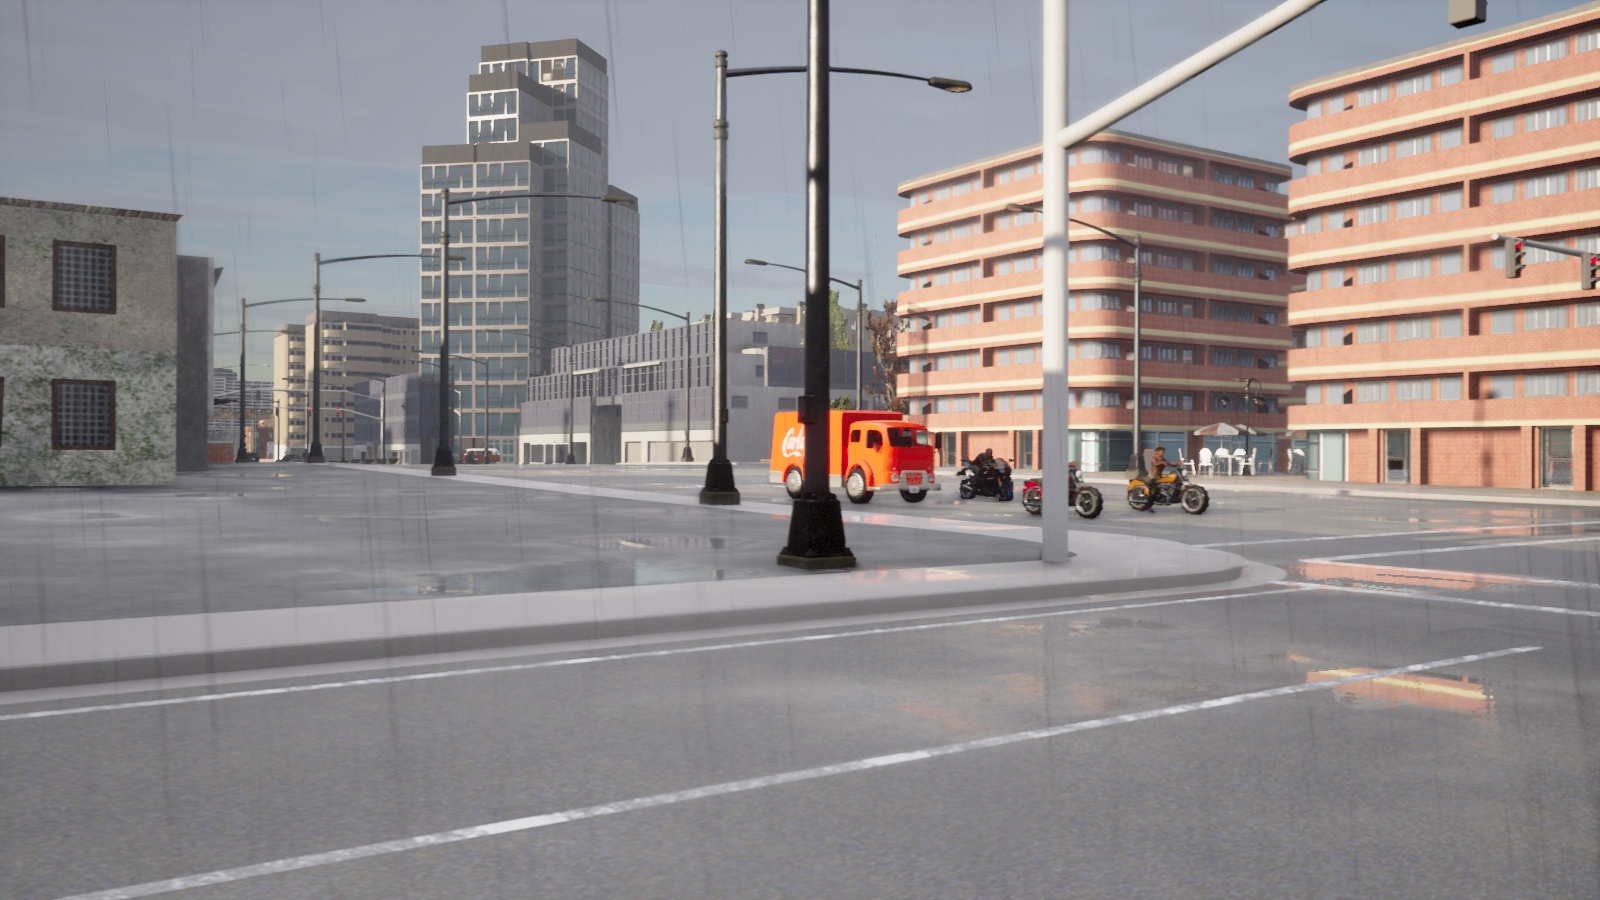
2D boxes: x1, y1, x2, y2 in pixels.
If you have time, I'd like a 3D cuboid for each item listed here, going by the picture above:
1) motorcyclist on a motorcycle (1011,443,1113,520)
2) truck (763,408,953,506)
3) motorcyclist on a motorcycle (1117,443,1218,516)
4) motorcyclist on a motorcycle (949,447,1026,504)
[{"bbox_3d":[5.832,0.669,28.095,0.766,1.649,2.350,0,1,-34],"label":"motorcyclist on a motorcycle"},{"bbox_3d":[1.485,0.148,34.615,2.627,2.467,5.204,0,1,-34],"label":"truck"},{"bbox_3d":[8.755,0.670,30.020,0.766,1.649,2.350,0,1,-34],"label":"motorcyclist on a motorcycle"},{"bbox_3d":[5.250,0.694,35.273,0.866,1.530,2.191,0,0,-34],"label":"motorcyclist on a motorcycle"}]
